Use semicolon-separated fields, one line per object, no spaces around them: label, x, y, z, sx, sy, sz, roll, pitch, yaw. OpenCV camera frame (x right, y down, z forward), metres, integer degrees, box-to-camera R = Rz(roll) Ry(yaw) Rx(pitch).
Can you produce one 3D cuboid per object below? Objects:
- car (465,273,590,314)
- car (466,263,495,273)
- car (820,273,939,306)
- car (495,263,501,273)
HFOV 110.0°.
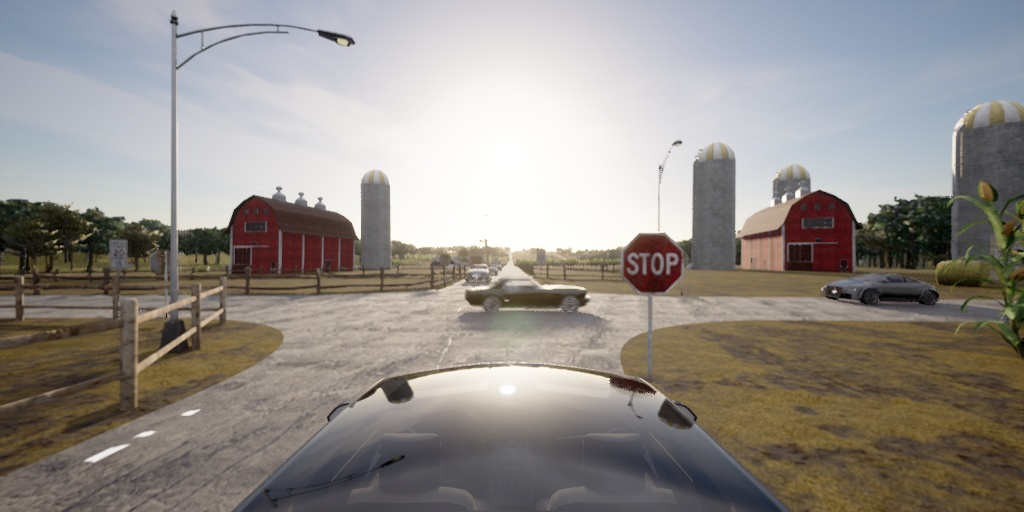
car;0.608;1.466;14.078;4.718;1.301;1.895;0;0;0
car;-2.876;1.495;31.457;2.128;1.511;4.902;0;0;0
car;17.174;1.518;16.879;4.181;1.385;1.994;0;1;0
car;-2.885;1.781;47.653;1.895;1.301;4.718;0;-1;0
